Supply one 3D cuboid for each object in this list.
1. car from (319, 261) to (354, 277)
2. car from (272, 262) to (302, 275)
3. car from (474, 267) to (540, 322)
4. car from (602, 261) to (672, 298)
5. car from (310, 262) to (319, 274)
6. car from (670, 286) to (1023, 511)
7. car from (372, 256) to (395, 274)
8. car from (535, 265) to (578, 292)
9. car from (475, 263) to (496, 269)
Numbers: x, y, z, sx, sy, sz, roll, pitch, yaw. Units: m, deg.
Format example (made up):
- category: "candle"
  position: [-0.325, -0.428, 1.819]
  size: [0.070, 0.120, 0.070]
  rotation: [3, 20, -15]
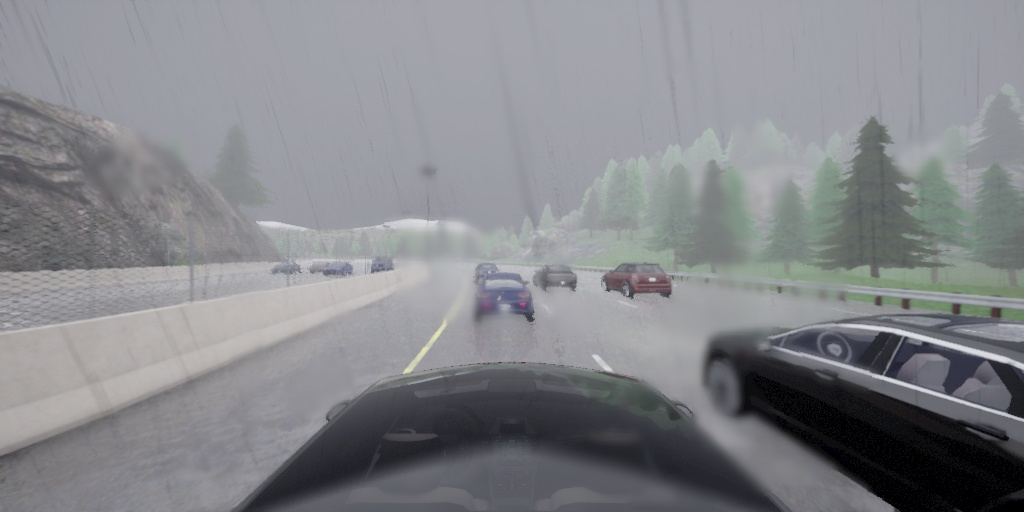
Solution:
- category: "car"
  position: [-17.520, 1.298, 36.411]
  size: [1.882, 1.535, 5.008]
  rotation: [0, 0, -11]
- category: "car"
  position: [-25.605, 1.367, 40.956]
  size: [1.812, 1.442, 4.674]
  rotation: [0, 0, -13]
- category: "car"
  position: [-0.317, 1.286, 12.317]
  size: [1.812, 1.442, 4.674]
  rotation: [0, 0, -3]
- category: "car"
  position: [6.267, 1.104, 18.526]
  size: [2.097, 1.767, 4.553]
  rotation: [0, 0, -5]
- category: "car"
  position: [-22.359, 1.362, 42.460]
  size: [1.812, 1.442, 4.674]
  rotation: [0, 0, -13]
- category: "car"
  position: [3.514, 1.235, 2.970]
  size: [2.128, 1.511, 4.902]
  rotation: [0, 0, 0]
- category: "car"
  position: [-15.252, 1.045, 42.797]
  size: [2.150, 2.045, 5.566]
  rotation: [0, 0, -12]
- category: "car"
  position: [2.502, 1.255, 21.384]
  size: [2.128, 1.511, 4.902]
  rotation: [0, 0, -6]
- category: "car"
  position: [-2.119, 1.329, 30.575]
  size: [2.033, 1.411, 5.357]
  rotation: [0, 0, -8]
